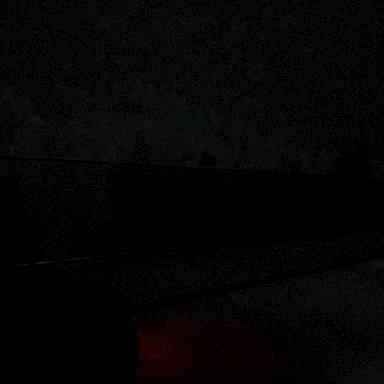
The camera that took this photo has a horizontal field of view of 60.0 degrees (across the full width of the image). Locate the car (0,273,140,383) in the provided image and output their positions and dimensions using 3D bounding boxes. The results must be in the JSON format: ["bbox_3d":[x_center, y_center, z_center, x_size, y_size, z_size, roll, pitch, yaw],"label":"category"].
[{"bbox_3d":[-2.872,1.473,2.547,5.008,1.535,1.882,0,0,-36],"label":"car"}]
